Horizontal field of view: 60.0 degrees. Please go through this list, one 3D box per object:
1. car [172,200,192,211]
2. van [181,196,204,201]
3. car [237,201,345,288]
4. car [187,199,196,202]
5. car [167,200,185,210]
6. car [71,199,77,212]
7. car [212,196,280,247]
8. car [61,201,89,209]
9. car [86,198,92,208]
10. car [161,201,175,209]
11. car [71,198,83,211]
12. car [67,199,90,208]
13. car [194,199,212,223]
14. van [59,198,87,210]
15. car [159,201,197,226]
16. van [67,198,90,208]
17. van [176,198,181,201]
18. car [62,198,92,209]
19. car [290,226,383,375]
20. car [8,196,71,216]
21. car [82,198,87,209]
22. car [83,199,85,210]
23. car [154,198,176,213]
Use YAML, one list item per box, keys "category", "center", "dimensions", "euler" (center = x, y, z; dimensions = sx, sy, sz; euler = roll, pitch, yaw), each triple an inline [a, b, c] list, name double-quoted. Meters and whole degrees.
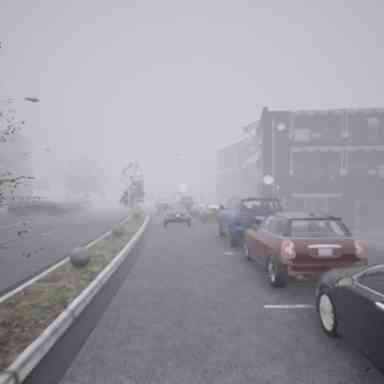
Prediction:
- category: "car"
  center: [-1.527, 1.955, 47.874]
  dimensions: [2.163, 1.488, 4.792]
  euler: [0, -1, -10]
- category: "van"
  center: [0.245, 1.453, 37.027]
  dimensions: [1.878, 1.987, 4.442]
  euler: [0, -1, -7]
- category: "car"
  center: [2.800, 1.308, 9.283]
  dimensions: [2.185, 1.767, 4.553]
  euler: [0, 0, -2]
- category: "car"
  center: [0.968, 1.623, 31.398]
  dimensions: [2.002, 1.452, 4.674]
  euler: [0, -1, -7]
- category: "car"
  center: [-2.582, 2.052, 53.264]
  dimensions: [2.097, 1.535, 5.008]
  euler: [0, -1, -11]
- category: "car"
  center: [-16.949, 1.867, 40.140]
  dimensions: [4.792, 1.488, 2.163]
  euler: [0, -1, -9]
- category: "car"
  center: [2.521, 1.185, 14.886]
  dimensions: [2.435, 2.045, 5.566]
  euler: [0, 0, -3]
- category: "car"
  center: [-21.568, 2.398, 61.593]
  dimensions: [4.674, 1.452, 2.002]
  euler: [0, -1, -14]
- category: "car"
  center: [-20.087, 2.236, 56.348]
  dimensions: [5.366, 1.575, 1.946]
  euler: [0, -1, -13]
- category: "car"
  center: [-4.463, 2.359, 61.326]
  dimensions: [1.895, 1.301, 4.718]
  euler: [0, -1, -13]
- category: "car"
  center: [-17.973, 1.981, 45.633]
  dimensions: [4.892, 1.521, 2.231]
  euler: [0, -1, -10]
- category: "car"
  center: [-24.471, 2.440, 72.043]
  dimensions: [4.553, 1.767, 2.185]
  euler: [0, -1, -16]
- category: "car"
  center: [1.592, 1.552, 25.891]
  dimensions: [2.002, 1.452, 4.674]
  euler: [0, -1, -6]
- category: "van"
  center: [-21.023, 2.075, 58.939]
  dimensions: [4.442, 1.987, 1.878]
  euler: [0, -1, -14]
- category: "car"
  center: [-1.129, 1.561, 23.362]
  dimensions: [2.033, 1.411, 5.357]
  euler: [0, -1, -5]
- category: "van"
  center: [-23.588, 2.290, 69.429]
  dimensions: [4.442, 1.987, 1.878]
  euler: [0, -1, -16]
- category: "van"
  center: [-0.599, 1.570, 42.500]
  dimensions: [1.878, 1.987, 4.442]
  euler: [0, -1, -9]
- category: "car"
  center: [-22.985, 2.214, 66.749]
  dimensions: [5.566, 2.045, 2.435]
  euler: [0, -1, -15]
- category: "car"
  center: [2.977, 1.453, 3.650]
  dimensions: [2.231, 1.521, 4.892]
  euler: [0, 0, 0]
- category: "car"
  center: [-16.095, 1.462, 34.748]
  dimensions: [5.566, 2.045, 2.435]
  euler: [0, -1, -8]
- category: "car"
  center: [-19.040, 2.143, 50.986]
  dimensions: [4.792, 1.488, 2.163]
  euler: [0, -1, -12]
- category: "car"
  center: [-18.539, 2.078, 48.305]
  dimensions: [4.792, 1.488, 2.163]
  euler: [0, -1, -11]
- category: "car"
  center: [-3.412, 1.808, 41.243]
  dimensions: [1.837, 1.490, 4.892]
  euler: [0, -1, -9]
